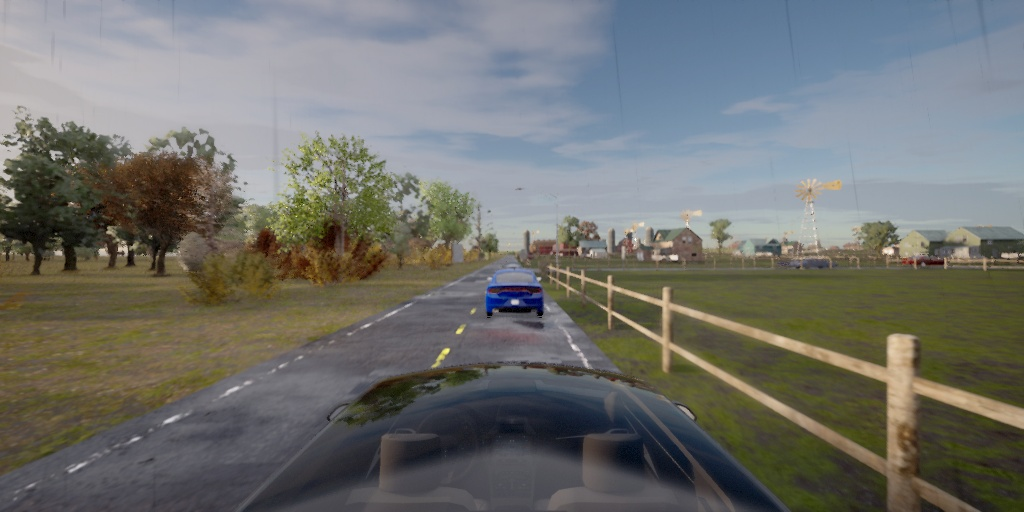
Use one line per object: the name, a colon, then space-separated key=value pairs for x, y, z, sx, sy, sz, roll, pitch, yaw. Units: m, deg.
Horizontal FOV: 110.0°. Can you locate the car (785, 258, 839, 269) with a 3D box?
car: x=39.700 y=0.984 z=47.129 sx=5.357 sy=1.411 sz=2.033 roll=0 pitch=0 yaw=-1

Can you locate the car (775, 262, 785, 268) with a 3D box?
car: x=39.562 y=1.051 z=49.931 sx=4.718 sy=1.301 sz=1.895 roll=0 pitch=0 yaw=0

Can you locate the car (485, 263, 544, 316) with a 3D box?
car: x=0.087 y=1.204 z=13.200 sx=1.882 sy=1.535 sz=5.008 roll=0 pitch=0 yaw=0
